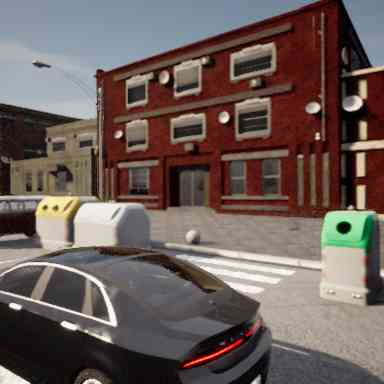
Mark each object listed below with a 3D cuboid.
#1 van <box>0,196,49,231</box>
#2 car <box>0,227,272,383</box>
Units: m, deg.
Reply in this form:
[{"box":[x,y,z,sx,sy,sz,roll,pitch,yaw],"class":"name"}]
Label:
[{"box":[-7.925,1.171,14.731,1.878,1.987,4.442,1,0,35],"class":"van"},{"box":[-1.421,1.488,4.386,4.892,1.490,1.837,0,0,35],"class":"car"}]
